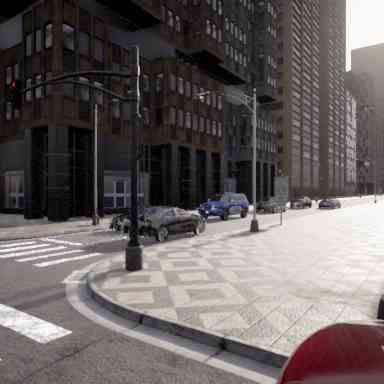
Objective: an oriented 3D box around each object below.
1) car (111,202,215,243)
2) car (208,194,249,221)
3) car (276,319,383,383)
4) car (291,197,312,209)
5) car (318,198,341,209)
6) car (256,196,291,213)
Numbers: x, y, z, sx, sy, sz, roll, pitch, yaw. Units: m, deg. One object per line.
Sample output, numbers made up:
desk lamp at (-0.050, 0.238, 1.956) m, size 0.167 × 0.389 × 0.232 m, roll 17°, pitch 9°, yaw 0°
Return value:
car at (-1.198, 1.462, 16.203) m, size 2.128 × 1.511 × 4.902 m, roll 0°, pitch 0°, yaw 35°
car at (2.735, 1.161, 27.312) m, size 2.150 × 2.045 × 5.566 m, roll 0°, pitch 0°, yaw 35°
car at (2.680, 1.315, 1.049) m, size 5.009 × 1.841 × 2.192 m, roll 0°, pitch 0°, yaw 35°
car at (14.352, 1.385, 43.676) m, size 2.128 × 1.511 × 4.902 m, roll 0°, pitch 0°, yaw 35°
car at (17.953, 1.460, 43.373) m, size 1.994 × 1.385 × 4.181 m, roll 0°, pitch 0°, yaw 36°
car at (8.370, 1.269, 35.269) m, size 2.097 × 1.767 × 4.553 m, roll 0°, pitch 0°, yaw 35°
